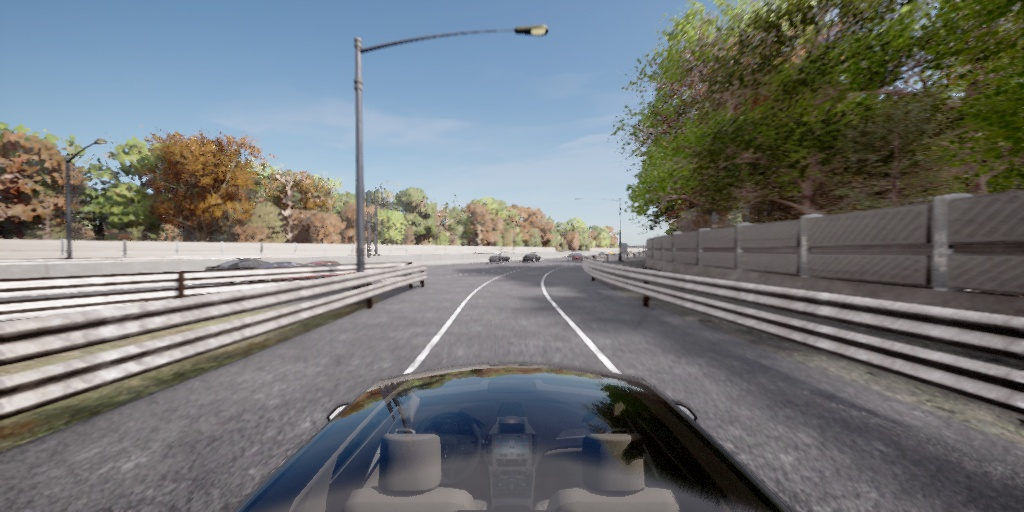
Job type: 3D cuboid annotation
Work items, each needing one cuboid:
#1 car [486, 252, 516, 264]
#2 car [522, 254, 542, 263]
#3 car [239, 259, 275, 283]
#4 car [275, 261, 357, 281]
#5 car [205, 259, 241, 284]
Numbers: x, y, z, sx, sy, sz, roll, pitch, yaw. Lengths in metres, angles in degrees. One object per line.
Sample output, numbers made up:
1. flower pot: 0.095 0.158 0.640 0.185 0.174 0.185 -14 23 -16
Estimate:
1. car: -1.790 0.386 55.300 2.128 1.511 4.902 0 1 26
2. car: 3.261 0.341 57.711 1.837 1.490 4.892 0 1 26
3. car: -13.782 1.016 22.113 1.994 1.385 4.181 0 1 25
4. car: -10.574 0.983 20.708 1.812 1.442 4.674 0 1 25
5. car: -16.991 0.926 23.515 1.882 1.535 5.008 0 1 25
